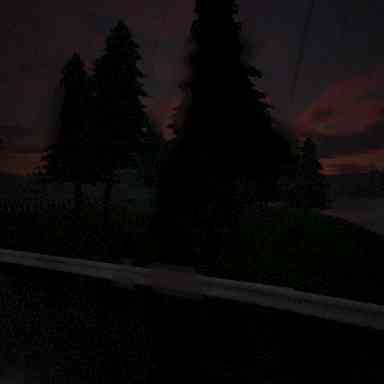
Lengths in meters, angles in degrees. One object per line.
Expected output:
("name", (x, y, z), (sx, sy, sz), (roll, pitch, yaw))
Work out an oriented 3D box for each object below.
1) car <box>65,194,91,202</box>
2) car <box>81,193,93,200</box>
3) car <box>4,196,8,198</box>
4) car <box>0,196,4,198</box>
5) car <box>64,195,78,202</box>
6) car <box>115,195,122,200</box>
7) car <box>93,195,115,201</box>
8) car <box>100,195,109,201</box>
("car", (-22.512, 1.547, 65.971), (2.033, 1.411, 5.357), (0, 0, 4))
("car", (-25.753, 1.225, 78.715), (2.150, 2.045, 5.566), (0, 0, -3))
("car", (-39.964, 1.540, 69.270), (2.033, 1.411, 5.357), (0, 0, 5))
("car", (-25.239, 1.506, 39.153), (1.837, 1.490, 4.892), (0, 0, 15))
("car", (-29.387, 1.525, 80.974), (2.128, 1.511, 4.902), (0, 0, -7))
("car", (-19.365, 1.500, 86.701), (1.837, 1.490, 4.892), (0, 0, -10))
("car", (-18.860, 1.513, 71.561), (2.128, 1.511, 4.902), (0, 0, 1))
("car", (-23.155, 1.553, 88.302), (1.994, 1.385, 4.181), (0, 0, -10))
